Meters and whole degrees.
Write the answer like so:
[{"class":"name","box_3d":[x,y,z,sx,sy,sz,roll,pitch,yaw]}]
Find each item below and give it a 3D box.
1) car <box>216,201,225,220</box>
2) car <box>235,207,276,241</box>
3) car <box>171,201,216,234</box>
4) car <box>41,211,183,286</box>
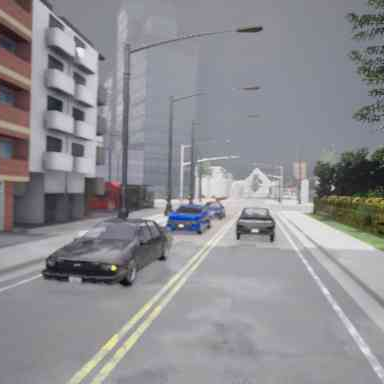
[{"class":"car","box_3d":[1.863,1.533,28.920,1.812,1.442,4.674,1,0,11]},{"class":"car","box_3d":[3.323,1.548,17.366,2.128,1.511,4.902,1,0,11]},{"class":"car","box_3d":[-0.053,1.452,19.308,1.882,1.535,5.008,1,0,11]},{"class":"car","box_3d":[-1.962,1.488,9.668,2.033,1.411,5.357,1,0,11]}]
